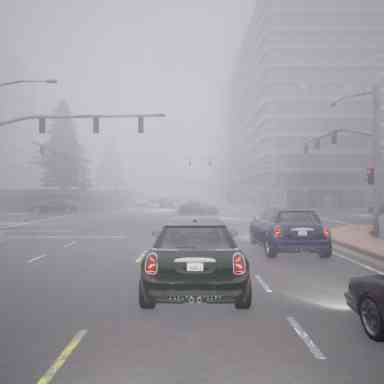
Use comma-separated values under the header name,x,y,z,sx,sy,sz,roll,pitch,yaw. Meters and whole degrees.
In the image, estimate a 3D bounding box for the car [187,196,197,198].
name,x,y,z,sx,sy,sz,roll,pitch,yaw
car,0.061,1.494,70.027,2.128,1.511,4.902,0,0,0

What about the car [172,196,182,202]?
name,x,y,z,sx,sy,sz,roll,pitch,yaw
car,-3.535,1.552,78.836,1.994,1.385,4.181,0,0,0

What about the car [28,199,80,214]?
name,x,y,z,sx,sy,sz,roll,pitch,yaw
car,-13.960,1.460,33.854,4.892,1.490,1.837,0,3,-12

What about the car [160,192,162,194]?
name,x,y,z,sx,sy,sz,roll,pitch,yaw
car,-7.035,1.355,78.204,2.097,1.767,4.553,0,0,0

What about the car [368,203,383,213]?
name,x,y,z,sx,sy,sz,roll,pitch,yaw
car,19.922,1.492,32.505,5.357,1.411,2.033,0,0,-18

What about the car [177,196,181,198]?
name,x,y,z,sx,sy,sz,roll,pitch,yaw
car,-3.561,1.493,65.537,2.128,1.511,4.902,0,0,1

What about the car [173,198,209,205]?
name,x,y,z,sx,sy,sz,roll,pitch,yaw
car,0.535,1.544,31.155,1.994,1.385,4.181,-1,0,-40

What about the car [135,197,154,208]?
name,x,y,z,sx,sy,sz,roll,pitch,yaw
car,-7.120,1.525,48.274,1.812,1.442,4.674,0,0,0

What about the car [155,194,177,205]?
name,x,y,z,sx,sy,sz,roll,pitch,yaw
car,-3.619,1.492,47.383,2.128,1.511,4.902,0,0,0

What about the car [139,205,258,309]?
name,x,y,z,sx,sy,sz,roll,pitch,yaw
car,0.067,1.352,8.029,2.097,1.767,4.553,0,0,0

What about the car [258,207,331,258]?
name,x,y,z,sx,sy,sz,roll,pitch,yaw
car,3.581,1.352,12.869,2.097,1.767,4.553,0,0,0

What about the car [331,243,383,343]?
name,x,y,z,sx,sy,sz,roll,pitch,yaw
car,3.597,1.547,3.394,2.033,1.411,5.357,0,0,0
